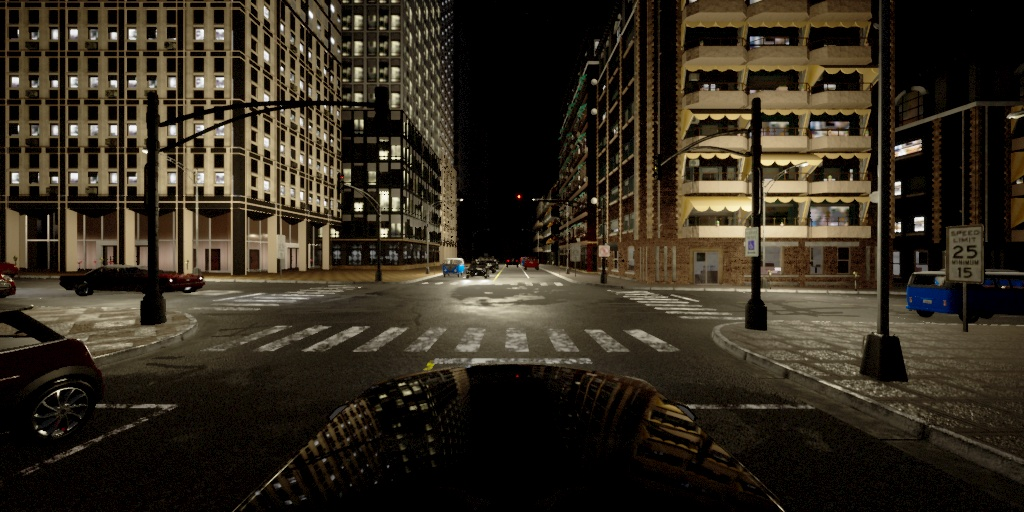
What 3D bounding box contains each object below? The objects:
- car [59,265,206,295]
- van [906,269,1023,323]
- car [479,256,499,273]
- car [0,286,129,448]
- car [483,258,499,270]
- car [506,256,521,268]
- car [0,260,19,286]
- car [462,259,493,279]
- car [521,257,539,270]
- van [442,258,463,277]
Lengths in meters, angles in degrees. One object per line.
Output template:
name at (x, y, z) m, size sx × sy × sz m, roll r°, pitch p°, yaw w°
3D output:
car at (-16.395, 1.066, 15.703) m, size 4.718 × 1.301 × 1.895 m, roll 1°, pitch 0°, yaw 0°
van at (16.926, 1.453, 13.013) m, size 3.998 × 1.789 × 1.690 m, roll 0°, pitch 0°, yaw 0°
car at (-3.044, 0.981, 42.878) m, size 2.150 × 2.045 × 5.566 m, roll 0°, pitch 0°, yaw 1°
car at (-5.689, 1.190, 2.323) m, size 1.967 × 1.591 × 4.097 m, roll 0°, pitch 0°, yaw 0°
car at (-3.031, 1.118, 53.194) m, size 2.097 × 1.767 × 4.553 m, roll 0°, pitch 0°, yaw 0°
car at (0.077, 0.994, 63.900) m, size 2.150 × 2.045 × 5.566 m, roll 0°, pitch 0°, yaw 0°
car at (-21.133, 0.818, 13.109) m, size 4.097 × 1.591 × 1.967 m, roll 0°, pitch 0°, yaw 0°
car at (-3.058, 1.260, 32.756) m, size 1.837 × 1.490 × 4.892 m, roll 0°, pitch 0°, yaw 0°
car at (2.749, 1.079, 51.441) m, size 2.192 × 1.841 × 5.009 m, roll 0°, pitch 0°, yaw 0°
van at (-5.650, 1.097, 34.797) m, size 1.690 × 1.789 × 3.998 m, roll 0°, pitch 0°, yaw 0°
